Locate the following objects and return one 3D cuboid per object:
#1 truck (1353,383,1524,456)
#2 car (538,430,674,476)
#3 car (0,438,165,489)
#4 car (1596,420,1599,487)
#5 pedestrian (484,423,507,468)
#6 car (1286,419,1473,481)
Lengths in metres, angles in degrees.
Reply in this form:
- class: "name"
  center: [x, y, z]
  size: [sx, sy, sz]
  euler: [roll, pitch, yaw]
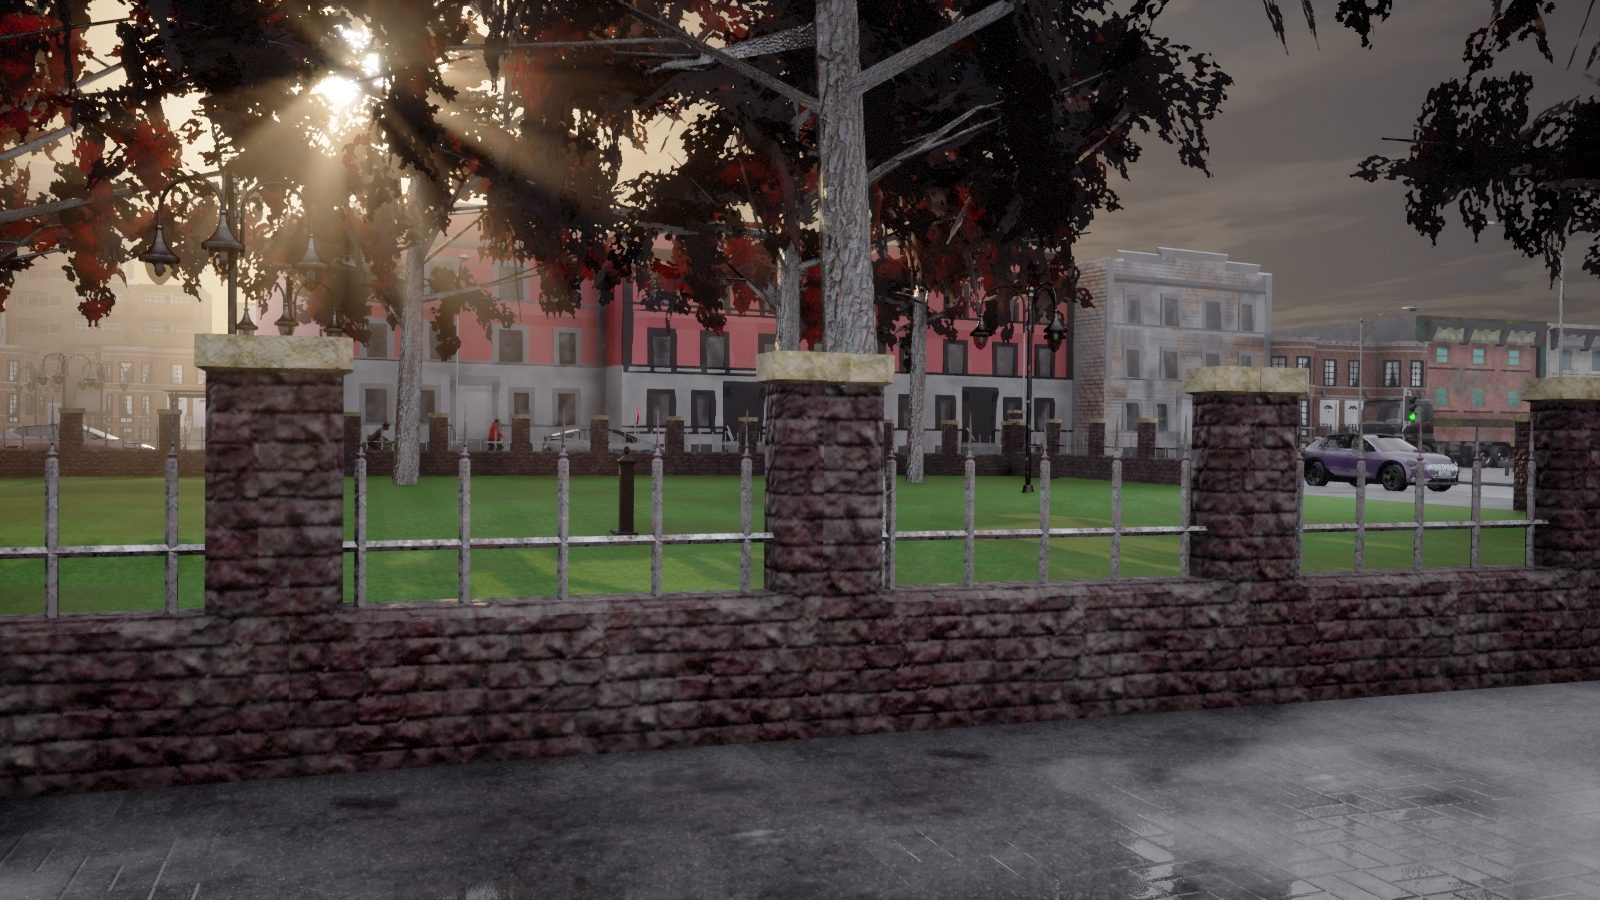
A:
- class: "truck"
  center: [31.763, -1.543, 62.450]
  size: [7.936, 3.462, 2.891]
  euler: [-1, 1, -19]
- class: "car"
  center: [-6.960, 0.089, 44.948]
  size: [4.514, 1.525, 2.007]
  euler: [-1, 1, -18]
- class: "car"
  center: [-22.812, 0.402, 39.493]
  size: [4.792, 1.488, 2.163]
  euler: [-1, 1, -19]
- class: "car"
  center: [19.865, 0.094, 26.833]
  size: [2.007, 1.525, 4.514]
  euler: [-1, 1, -21]
- class: "pedestrian"
  center: [-12.662, -0.206, 52.285]
  size: [0.899, 1.844, 0.634]
  euler: [-1, 1, -14]
- class: "car"
  center: [16.602, -0.041, 36.265]
  size: [2.033, 1.649, 4.856]
  euler: [-1, 1, -21]
